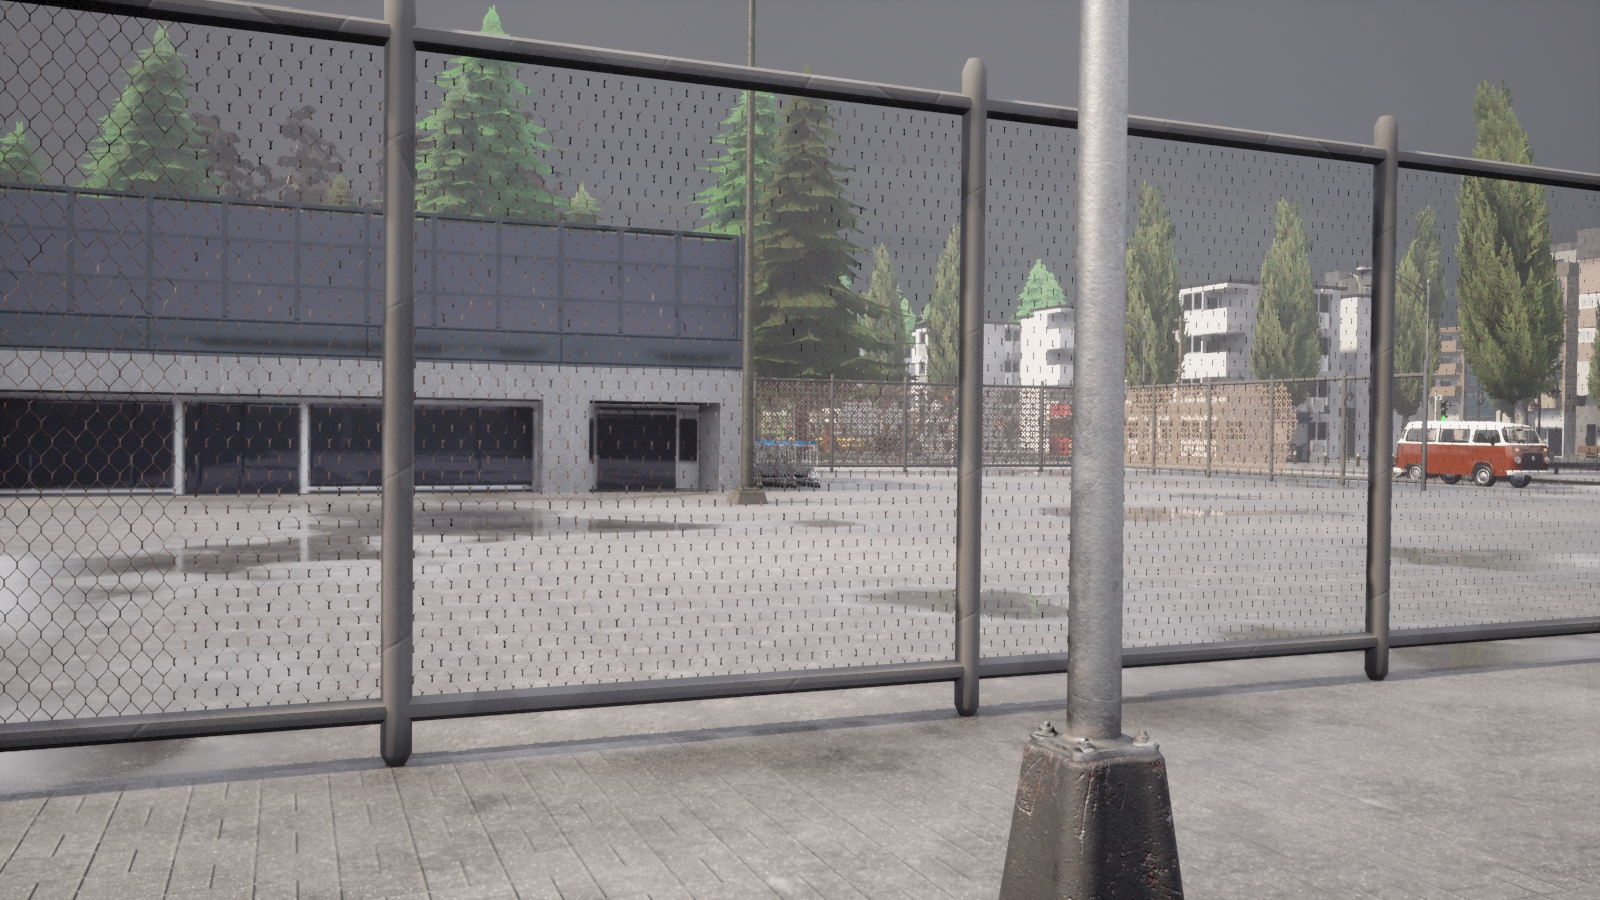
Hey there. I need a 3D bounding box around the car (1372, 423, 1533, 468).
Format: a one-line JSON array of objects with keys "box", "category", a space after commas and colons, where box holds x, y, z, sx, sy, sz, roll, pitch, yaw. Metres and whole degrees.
[{"box": [23.008, -0.174, 44.470, 2.163, 1.488, 4.792, -1, 1, -22], "category": "car"}]

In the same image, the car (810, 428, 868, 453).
[{"box": [2.559, -0.657, 83.993, 1.801, 1.575, 5.366, -1, 1, -22], "category": "car"}]

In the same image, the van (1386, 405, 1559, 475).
[{"box": [20.856, -0.341, 39.153, 2.069, 2.038, 4.480, -1, 1, -22], "category": "van"}]

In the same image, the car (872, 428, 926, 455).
[{"box": [5.938, -0.520, 75.749, 1.789, 1.549, 3.705, -1, 1, -21], "category": "car"}]
